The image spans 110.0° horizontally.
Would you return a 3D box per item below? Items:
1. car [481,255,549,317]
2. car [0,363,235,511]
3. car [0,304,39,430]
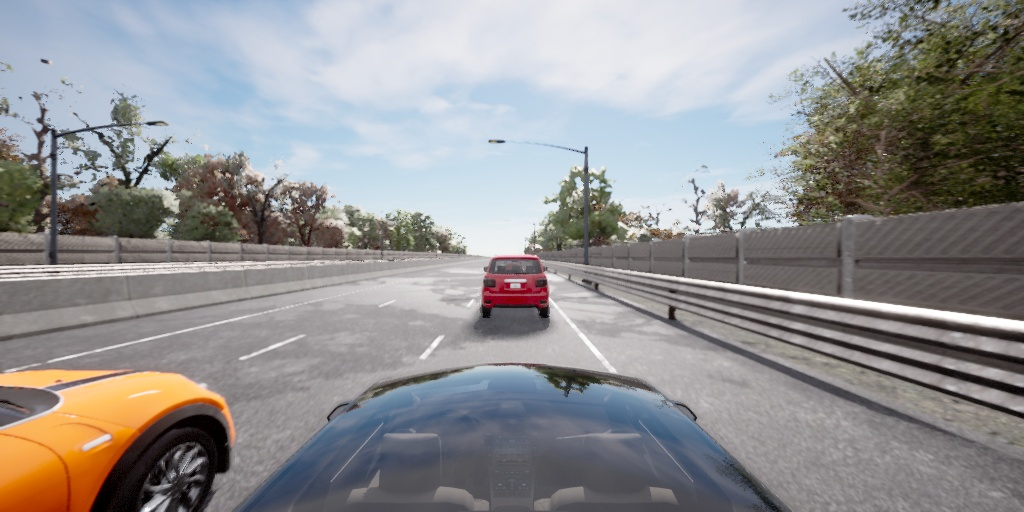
[{"bbox_3d":[0.102,0.974,13.277,2.150,2.045,5.566,0,0,0],"label":"car"},{"bbox_3d":[-3.402,1.103,1.138,2.097,1.767,4.553,0,0,0],"label":"car"},{"bbox_3d":[-6.901,1.298,1.782,2.033,1.411,5.357,0,0,0],"label":"car"}]
